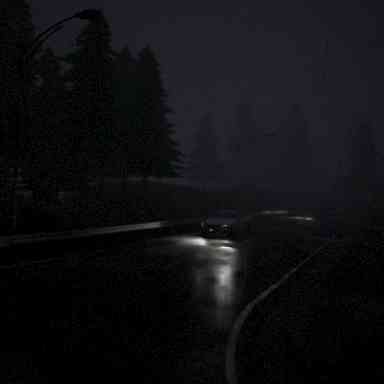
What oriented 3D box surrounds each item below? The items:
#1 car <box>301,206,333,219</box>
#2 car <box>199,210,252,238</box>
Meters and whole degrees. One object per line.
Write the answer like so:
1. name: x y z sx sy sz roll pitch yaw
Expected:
1. car: 15.072 2.423 40.006 4.181 1.385 1.994 3 0 -32
2. car: 2.170 1.809 19.823 1.812 1.442 4.674 2 0 29
